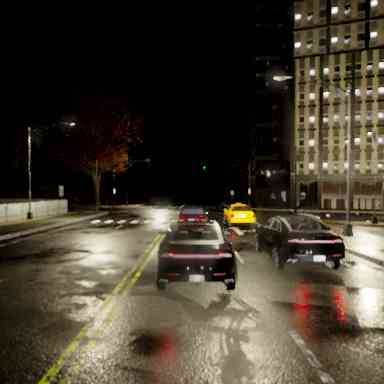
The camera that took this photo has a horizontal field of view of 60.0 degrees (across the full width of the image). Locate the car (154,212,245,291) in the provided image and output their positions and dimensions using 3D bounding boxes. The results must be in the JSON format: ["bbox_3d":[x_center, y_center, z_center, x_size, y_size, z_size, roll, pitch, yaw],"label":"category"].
[{"bbox_3d":[0.085,1.525,9.103,2.128,1.511,4.902,0,0,0],"label":"car"}]

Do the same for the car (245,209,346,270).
[{"bbox_3d":[3.357,1.532,11.188,2.128,1.511,4.902,0,0,0],"label":"car"}]

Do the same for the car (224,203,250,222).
[{"bbox_3d":[3.353,1.548,24.172,1.801,1.575,5.366,0,0,0],"label":"car"}]

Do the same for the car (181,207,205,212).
[{"bbox_3d":[0.049,1.626,21.080,2.033,1.411,5.357,0,0,0],"label":"car"}]
